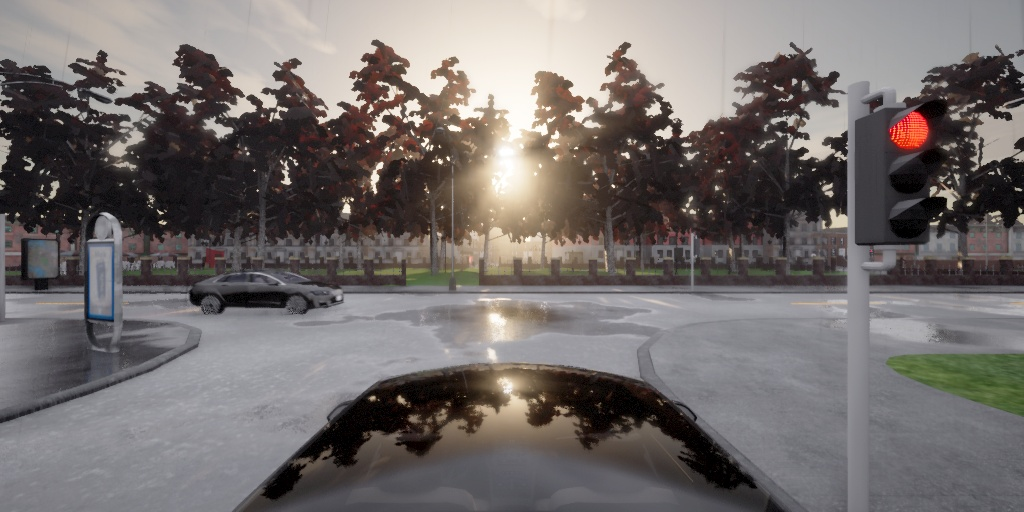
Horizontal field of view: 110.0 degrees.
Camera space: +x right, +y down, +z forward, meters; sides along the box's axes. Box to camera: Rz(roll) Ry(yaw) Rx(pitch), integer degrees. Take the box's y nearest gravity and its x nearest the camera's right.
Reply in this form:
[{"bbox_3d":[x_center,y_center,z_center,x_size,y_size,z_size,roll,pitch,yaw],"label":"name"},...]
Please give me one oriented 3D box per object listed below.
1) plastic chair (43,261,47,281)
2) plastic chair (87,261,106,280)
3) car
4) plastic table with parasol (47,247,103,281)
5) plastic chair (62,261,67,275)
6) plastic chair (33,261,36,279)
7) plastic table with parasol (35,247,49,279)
[{"bbox_3d":[-40.225,1.293,31.484,0.730,1.272,0.750,0,0,-40],"label":"plastic chair"},{"bbox_3d":[-38.197,1.296,32.962,0.730,1.272,0.750,0,0,-40],"label":"plastic chair"},{"bbox_3d":[-8.667,1.242,12.861,4.902,1.511,2.128,0,0,0],"label":"car"},{"bbox_3d":[-39.195,0.694,32.229,2.482,2.480,2.482,0,0,-40],"label":"plastic table with parasol"},{"bbox_3d":[-38.292,1.306,31.256,0.750,1.272,0.730,0,0,-35],"label":"plastic chair"},{"bbox_3d":[-44.624,1.295,34.121,0.730,1.272,0.750,0,0,-41],"label":"plastic chair"},{"bbox_3d":[-43.616,0.620,34.871,2.482,2.480,2.482,0,0,-39],"label":"plastic table with parasol"}]
